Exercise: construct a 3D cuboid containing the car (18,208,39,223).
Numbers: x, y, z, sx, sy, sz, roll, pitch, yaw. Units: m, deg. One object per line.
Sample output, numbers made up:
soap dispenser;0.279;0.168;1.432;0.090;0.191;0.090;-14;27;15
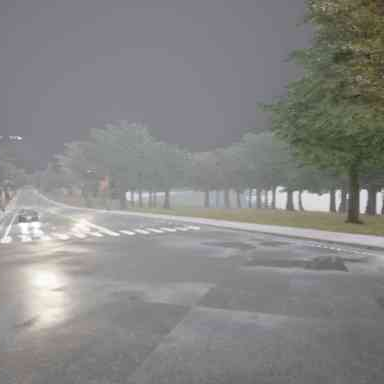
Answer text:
car;-18.343;2.616;37.365;2.128;1.511;4.902;-1;0;-27
